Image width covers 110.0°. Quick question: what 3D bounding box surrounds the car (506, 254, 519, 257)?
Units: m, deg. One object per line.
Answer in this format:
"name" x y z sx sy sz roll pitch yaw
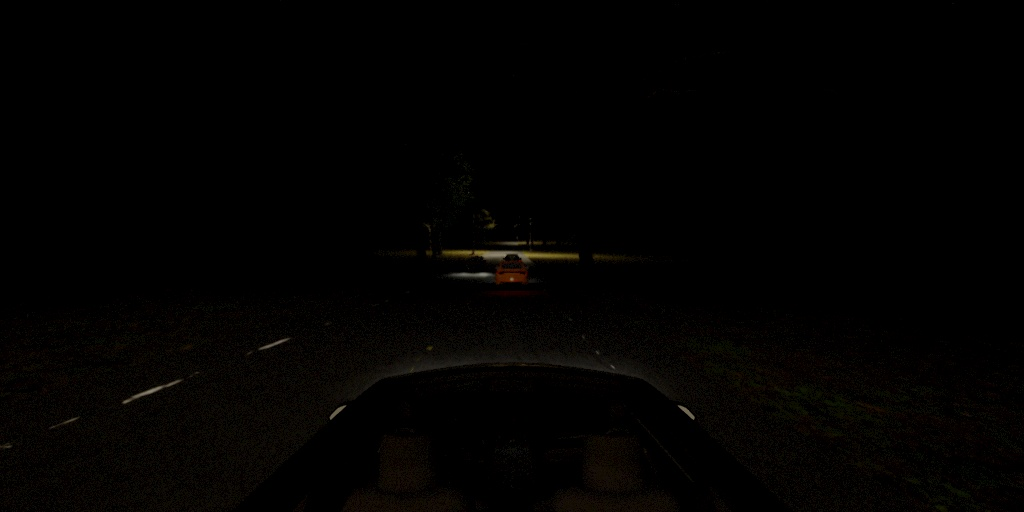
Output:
"car" 0.036 0.547 38.880 2.097 1.767 4.553 0 1 0

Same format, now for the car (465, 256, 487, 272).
"car" -3.546 0.741 36.005 1.882 1.535 5.008 0 1 0

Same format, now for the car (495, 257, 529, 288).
"car" 0.007 1.023 21.532 1.882 1.535 5.008 0 1 0
